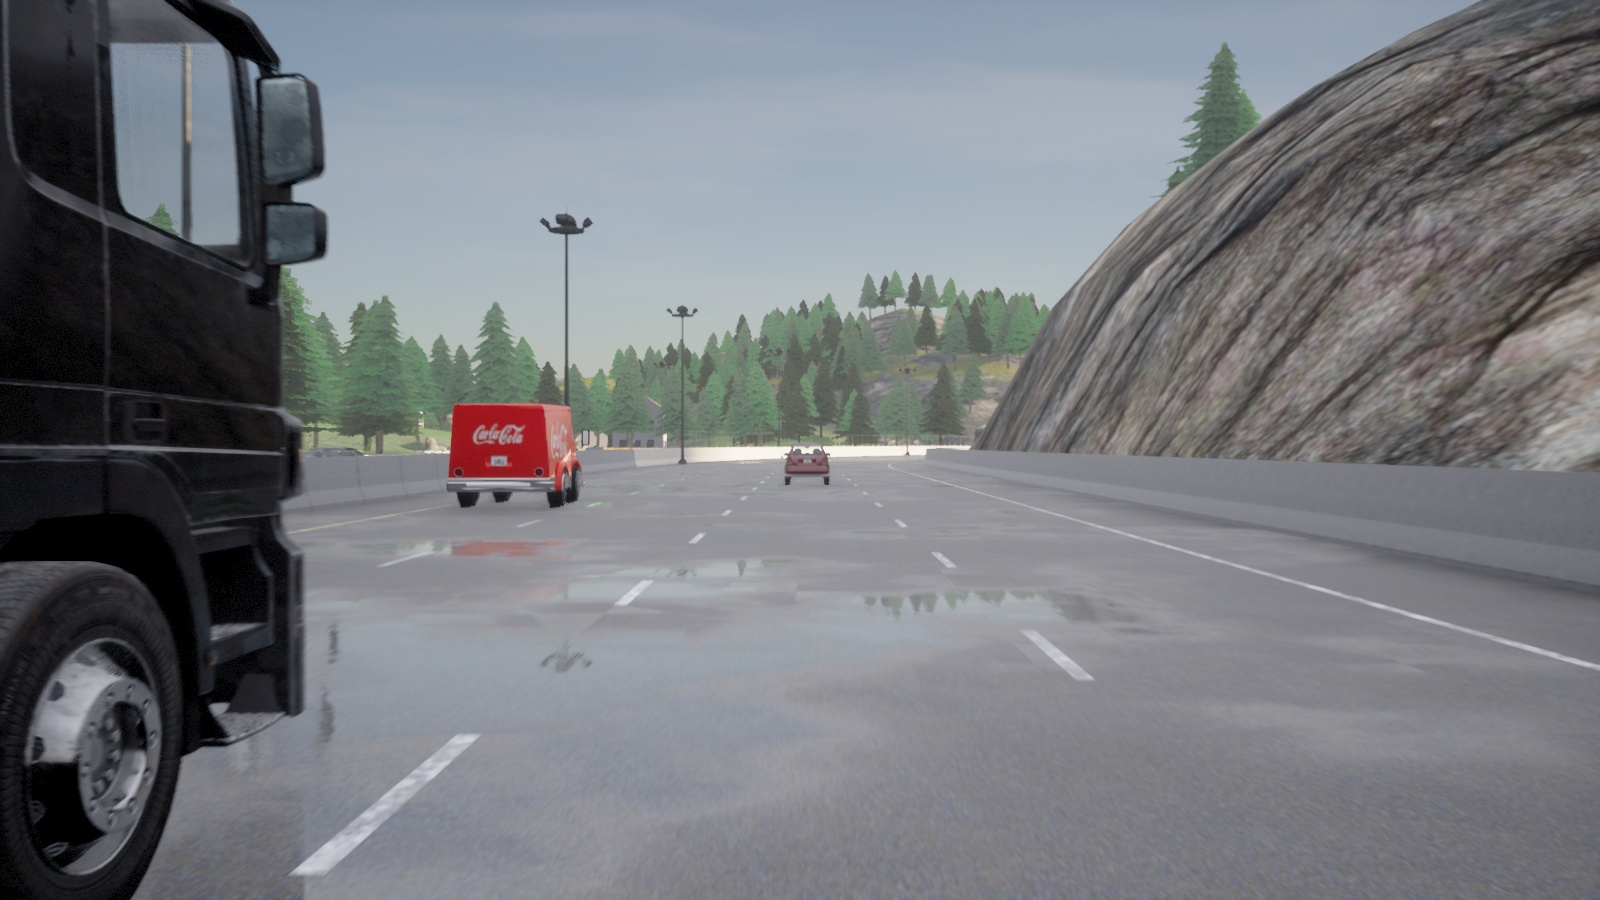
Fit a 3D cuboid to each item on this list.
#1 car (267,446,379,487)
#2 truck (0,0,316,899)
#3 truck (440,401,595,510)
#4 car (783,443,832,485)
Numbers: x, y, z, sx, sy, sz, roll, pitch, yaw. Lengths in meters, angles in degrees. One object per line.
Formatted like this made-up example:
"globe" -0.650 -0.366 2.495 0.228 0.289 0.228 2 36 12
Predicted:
"car" -17.238 0.557 45.721 2.033 1.411 5.357 0 0 0
"truck" -3.479 -0.244 1.259 2.891 3.462 7.936 0 0 0
"truck" -6.817 0.105 31.036 2.627 2.467 5.204 0 0 0
"car" 0.273 0.493 47.530 1.789 1.549 3.705 0 0 0
